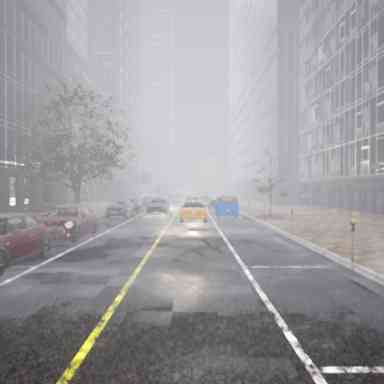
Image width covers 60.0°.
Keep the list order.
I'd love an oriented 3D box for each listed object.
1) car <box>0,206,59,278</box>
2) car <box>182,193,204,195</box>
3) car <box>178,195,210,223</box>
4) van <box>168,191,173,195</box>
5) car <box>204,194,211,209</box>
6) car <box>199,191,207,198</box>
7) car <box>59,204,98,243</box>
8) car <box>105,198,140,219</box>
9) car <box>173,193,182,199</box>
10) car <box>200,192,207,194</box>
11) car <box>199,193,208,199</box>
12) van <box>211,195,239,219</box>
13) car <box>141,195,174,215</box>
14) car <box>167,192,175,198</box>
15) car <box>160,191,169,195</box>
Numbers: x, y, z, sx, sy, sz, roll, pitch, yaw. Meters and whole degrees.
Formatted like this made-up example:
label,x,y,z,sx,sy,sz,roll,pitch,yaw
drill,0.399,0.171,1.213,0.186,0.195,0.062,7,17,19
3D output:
label,x,y,z,sx,sy,sz,roll,pitch,yaw
car,-5.692,1.363,9.461,1.967,1.590,4.097,0,0,0
car,0.097,1.198,41.544,2.033,1.411,5.357,0,1,0
car,0.100,1.264,23.787,1.801,1.575,5.366,0,1,0
van,-5.694,0.696,72.073,1.690,1.788,3.998,0,1,0
car,2.688,1.235,37.920,2.008,1.369,4.403,0,1,0
car,2.686,0.686,83.456,1.967,1.590,4.097,0,1,0
car,-5.692,1.317,15.153,1.967,1.590,4.097,0,0,0
car,-5.692,1.335,26.539,2.008,1.369,4.403,0,0,0
car,-3.005,0.802,74.918,1.994,1.385,4.181,0,1,0
car,2.687,0.993,66.382,1.802,1.307,4.206,0,1,0
car,2.686,0.852,77.766,2.008,1.369,4.403,0,1,0
van,2.688,1.125,26.533,1.690,1.788,3.998,0,0,0
car,-3.100,1.291,31.234,2.033,1.411,5.357,0,1,0
car,-5.695,0.771,89.152,1.802,1.307,4.206,0,1,0
car,-5.694,1.047,60.692,1.802,1.307,4.206,0,1,0
